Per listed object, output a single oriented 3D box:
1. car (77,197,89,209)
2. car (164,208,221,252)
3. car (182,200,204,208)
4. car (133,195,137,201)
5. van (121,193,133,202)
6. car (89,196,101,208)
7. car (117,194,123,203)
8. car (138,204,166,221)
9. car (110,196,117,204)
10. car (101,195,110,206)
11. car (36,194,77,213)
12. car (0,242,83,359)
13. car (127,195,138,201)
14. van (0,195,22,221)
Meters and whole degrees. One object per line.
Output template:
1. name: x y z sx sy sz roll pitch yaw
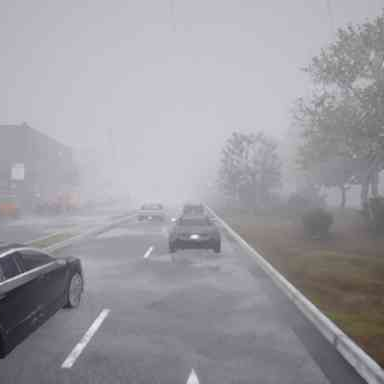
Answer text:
1. car: -15.459 1.497 43.076 2.097 1.535 5.008 0 0 0
2. car: 0.103 1.578 13.950 1.994 1.385 4.181 0 0 0
3. car: 0.109 1.508 31.124 1.882 1.535 5.008 0 0 0
4. car: -15.543 1.573 81.842 2.163 1.488 4.792 0 0 0
5. van: -15.530 1.311 76.231 1.878 1.987 4.442 0 0 0
6. car: -15.471 1.505 48.602 2.231 1.521 4.892 0 0 0
7. car: -15.507 1.564 65.299 2.002 1.452 4.674 0 0 0
8. car: -3.143 1.628 27.101 1.895 1.301 4.718 0 0 0
9. car: -15.494 1.391 59.678 2.185 1.767 4.553 0 0 0
10. car: -15.482 1.385 54.152 2.185 1.767 4.553 0 0 0
11. car: -15.447 1.239 37.643 2.435 2.045 5.566 0 0 0
12. car: -3.151 1.497 4.958 2.128 1.511 4.902 0 0 0
13. car: -15.572 1.591 87.338 2.002 1.452 4.674 -2 0 0
14. van: -15.423 1.251 26.379 1.878 1.987 4.442 0 0 0
